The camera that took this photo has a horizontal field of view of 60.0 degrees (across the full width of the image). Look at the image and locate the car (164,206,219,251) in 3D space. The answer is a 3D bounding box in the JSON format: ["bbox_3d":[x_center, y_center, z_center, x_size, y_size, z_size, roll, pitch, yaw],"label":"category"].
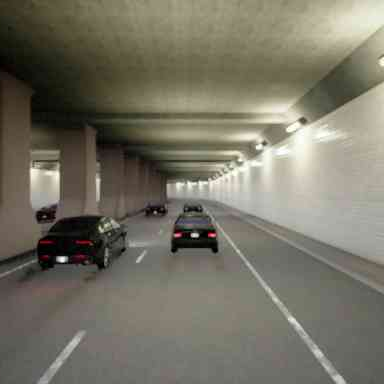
[{"bbox_3d":[0.098,1.556,14.040,2.033,1.411,5.357,0,0,0],"label":"car"}]

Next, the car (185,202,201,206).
[{"bbox_3d":[0.094,1.622,33.134,1.895,1.301,4.718,0,0,0],"label":"car"}]

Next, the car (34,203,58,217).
[{"bbox_3d":[-10.603,1.581,25.880,1.994,1.385,4.181,0,0,0],"label":"car"}]

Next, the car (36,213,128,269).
[{"bbox_3d":[-3.402,1.512,11.132,1.837,1.490,4.892,0,0,0],"label":"car"}]

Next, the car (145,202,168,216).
[{"bbox_3d":[-3.406,1.622,33.137,1.895,1.301,4.718,0,0,0],"label":"car"}]
